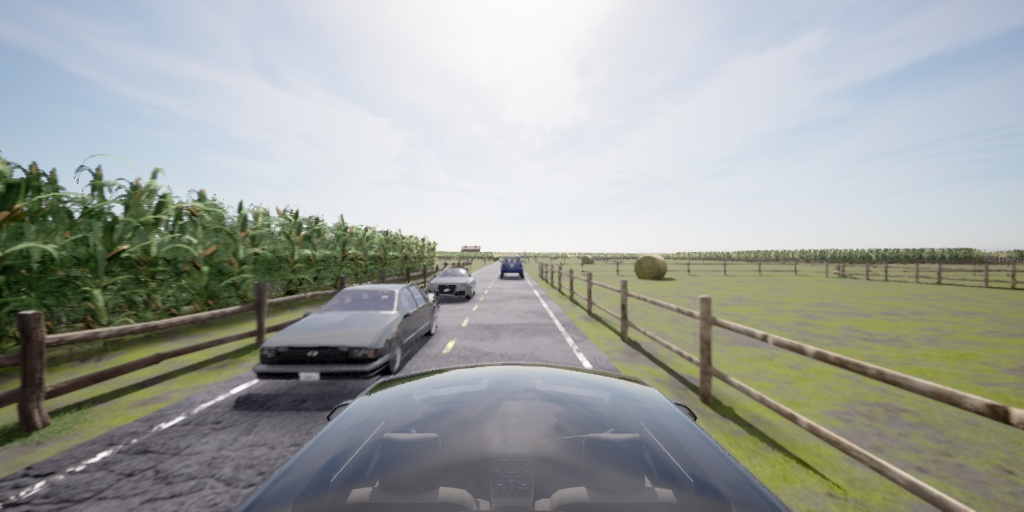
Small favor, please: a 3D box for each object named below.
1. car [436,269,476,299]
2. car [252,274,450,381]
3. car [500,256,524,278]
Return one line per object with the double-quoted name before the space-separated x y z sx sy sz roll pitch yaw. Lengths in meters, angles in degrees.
"car" -2.894 1.324 17.897 1.994 1.385 4.181 0 0 0
"car" -2.861 1.307 7.700 2.033 1.411 5.357 0 0 0
"car" -0.016 0.974 34.809 2.150 2.045 5.566 0 0 -1
